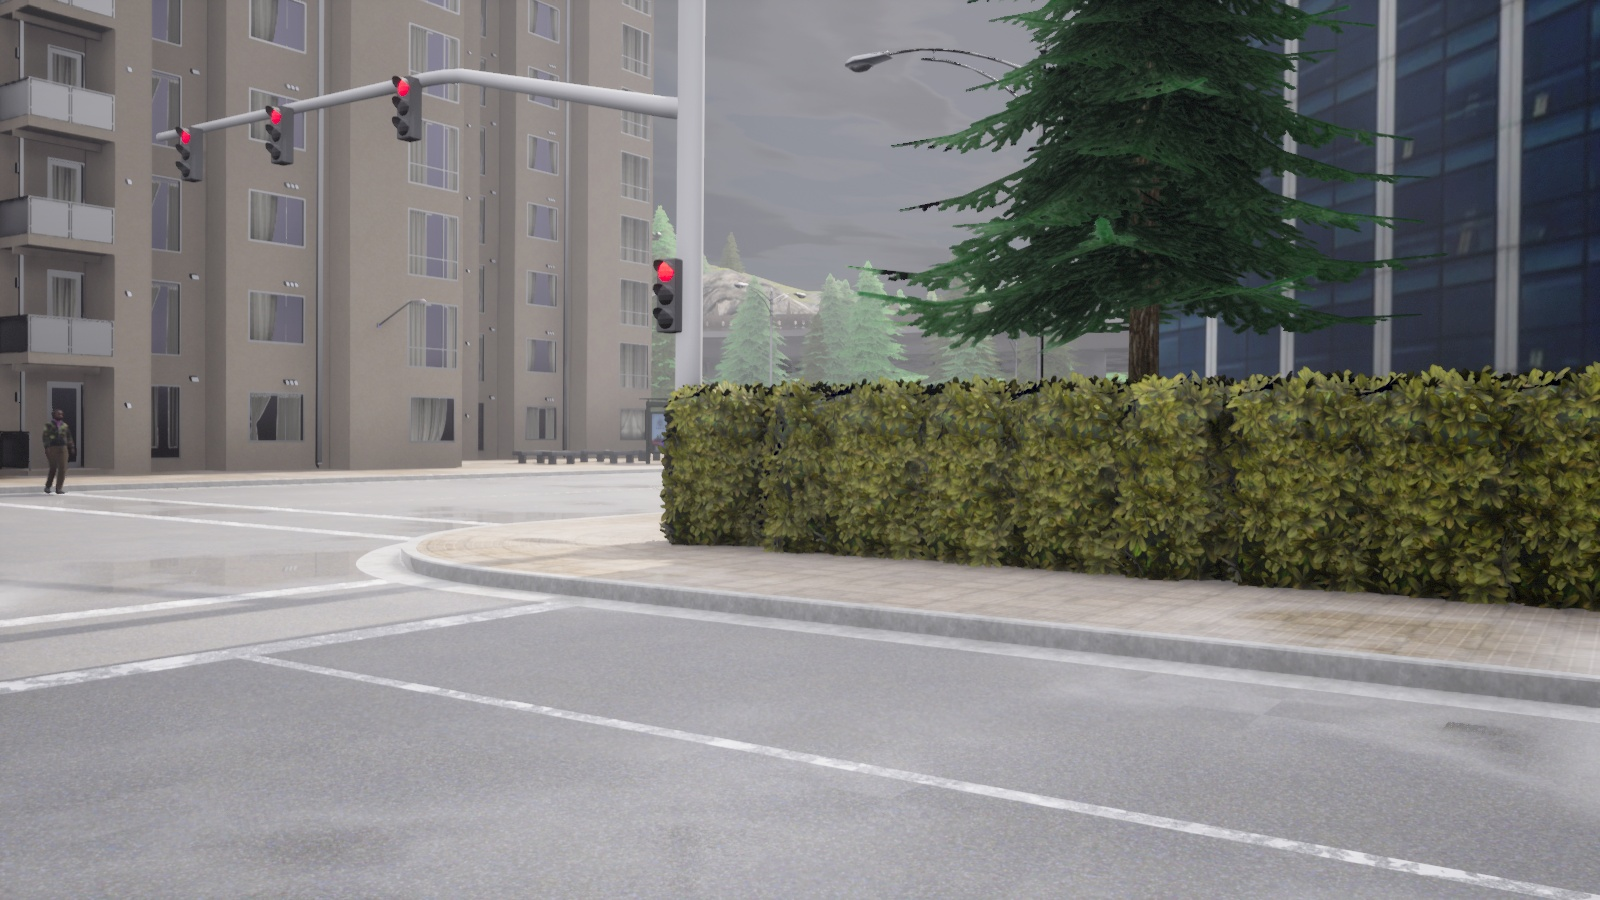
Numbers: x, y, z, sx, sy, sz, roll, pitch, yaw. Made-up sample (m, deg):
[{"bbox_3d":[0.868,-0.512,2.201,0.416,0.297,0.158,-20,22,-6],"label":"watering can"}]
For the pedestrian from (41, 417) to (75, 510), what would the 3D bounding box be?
[{"bbox_3d":[-15.583,0.276,26.373,0.692,1.930,0.395,0,1,41],"label":"pedestrian"}]
